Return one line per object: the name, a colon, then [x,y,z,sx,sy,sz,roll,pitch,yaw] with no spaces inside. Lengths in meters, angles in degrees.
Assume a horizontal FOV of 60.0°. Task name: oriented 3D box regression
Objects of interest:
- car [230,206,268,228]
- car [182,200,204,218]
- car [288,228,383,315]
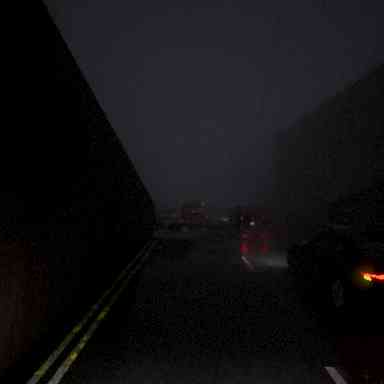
car: [3.595,1.590,21.941,1.895,1.301,4.718,0,0,0]
car: [0.094,1.463,30.251,1.882,1.535,5.008,0,0,0]
car: [3.599,1.522,7.420,1.812,1.442,4.674,0,0,0]
